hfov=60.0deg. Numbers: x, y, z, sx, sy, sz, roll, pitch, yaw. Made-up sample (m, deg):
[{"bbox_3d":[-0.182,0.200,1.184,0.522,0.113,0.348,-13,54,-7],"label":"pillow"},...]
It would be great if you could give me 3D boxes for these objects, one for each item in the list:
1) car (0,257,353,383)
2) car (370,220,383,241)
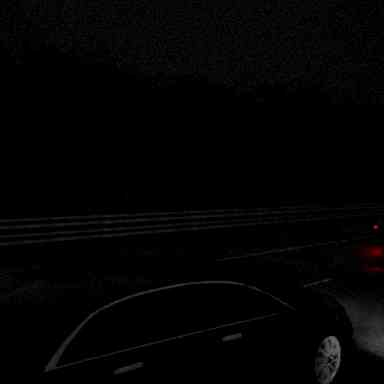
[{"bbox_3d":[-0.188,1.498,3.615,4.892,1.490,1.837,1,-1,-35],"label":"car"},{"bbox_3d":[10.276,1.566,15.243,4.718,1.301,1.895,0,0,-34],"label":"car"}]
